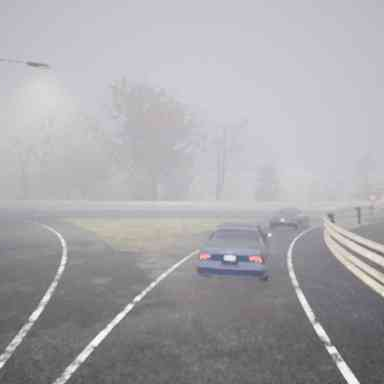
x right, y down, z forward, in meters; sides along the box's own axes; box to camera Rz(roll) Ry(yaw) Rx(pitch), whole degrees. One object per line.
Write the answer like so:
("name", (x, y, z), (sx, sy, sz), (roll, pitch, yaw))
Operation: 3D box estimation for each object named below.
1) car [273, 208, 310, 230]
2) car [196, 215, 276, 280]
("car", (6.828, 1.791, 23.128), (1.994, 1.385, 4.181), (0, -1, 30))
("car", (1.456, 1.642, 10.342), (2.033, 1.411, 5.357), (0, -1, 13))
